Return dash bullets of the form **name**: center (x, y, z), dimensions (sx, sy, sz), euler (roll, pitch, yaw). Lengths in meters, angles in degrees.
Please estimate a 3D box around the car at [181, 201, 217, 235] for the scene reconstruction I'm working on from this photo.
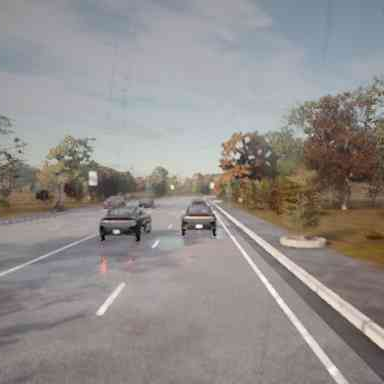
- **car**: center (0.381, 1.469, 18.738), dimensions (2.128, 1.511, 4.902), euler (0, 0, 1)

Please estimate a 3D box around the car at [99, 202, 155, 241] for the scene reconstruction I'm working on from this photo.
- **car**: center (-3.159, 1.468, 16.509), dimensions (2.128, 1.511, 4.902), euler (0, 0, 1)

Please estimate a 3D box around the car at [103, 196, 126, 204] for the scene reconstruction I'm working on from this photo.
- **car**: center (-9.854, 1.287, 42.599), dimensions (2.097, 1.767, 4.553), euler (0, 0, 1)

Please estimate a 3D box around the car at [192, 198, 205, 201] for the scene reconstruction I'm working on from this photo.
- **car**: center (0.797, 1.456, 40.831), dimensions (1.837, 1.490, 4.892), euler (0, 0, 1)

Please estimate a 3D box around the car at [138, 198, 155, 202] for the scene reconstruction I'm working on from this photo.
- **car**: center (-6.281, 1.484, 46.096), dimensions (2.033, 1.411, 5.357), euler (0, 0, 1)
